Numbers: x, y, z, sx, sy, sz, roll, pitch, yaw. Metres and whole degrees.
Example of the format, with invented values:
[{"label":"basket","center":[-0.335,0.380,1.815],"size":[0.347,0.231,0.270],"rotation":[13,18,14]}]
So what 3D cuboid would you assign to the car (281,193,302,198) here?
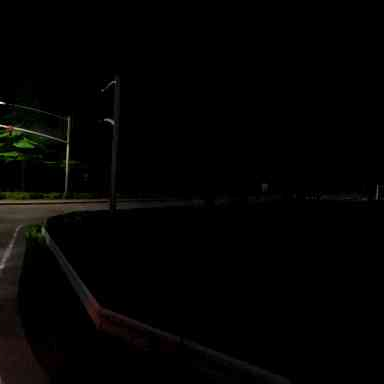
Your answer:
[{"label":"car","center":[15.647,0.706,52.022],"size":[2.128,1.511,4.902],"rotation":[5,3,37]}]

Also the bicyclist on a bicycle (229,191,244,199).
[{"label":"bicyclist on a bicycle","center":[4.425,0.694,31.885],"size":[1.656,1.620,0.582],"rotation":[41,23,28]}]

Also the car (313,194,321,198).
[{"label":"car","center":[21.985,0.693,60.339],"size":[1.837,1.490,4.892],"rotation":[5,3,37]}]
